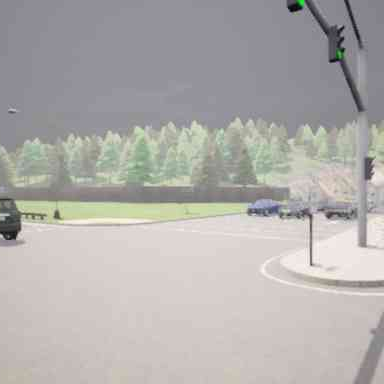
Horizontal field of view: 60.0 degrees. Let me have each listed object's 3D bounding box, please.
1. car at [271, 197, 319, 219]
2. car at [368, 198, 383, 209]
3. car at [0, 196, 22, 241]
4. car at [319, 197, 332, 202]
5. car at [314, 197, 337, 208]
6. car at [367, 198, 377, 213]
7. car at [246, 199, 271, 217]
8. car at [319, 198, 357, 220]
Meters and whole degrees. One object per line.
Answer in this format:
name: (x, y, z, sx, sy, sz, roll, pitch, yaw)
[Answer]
car: (9.077, 1.486, 29.090, 2.128, 1.511, 4.902, 0, 0, 36)
car: (26.247, 1.542, 46.622, 2.033, 1.411, 5.357, 0, 0, 37)
car: (-10.193, 1.215, 15.568, 5.566, 2.045, 2.150, 0, 0, 36)
car: (14.498, 1.499, 36.503, 1.837, 1.490, 4.892, 0, 0, 36)
car: (20.217, 1.484, 50.235, 2.128, 1.511, 4.902, 0, 0, 36)
car: (18.807, 1.596, 36.472, 1.895, 1.301, 4.718, 0, 0, 36)
car: (7.017, 1.471, 32.181, 1.882, 1.535, 5.008, 0, 0, 36)
car: (12.861, 1.543, 28.330, 2.033, 1.411, 5.357, 0, 0, 36)
